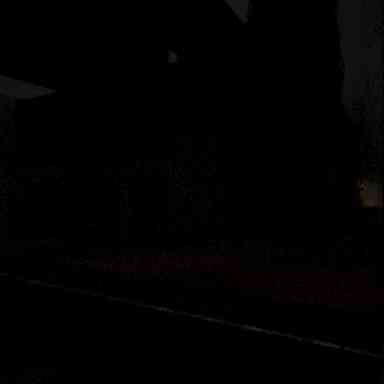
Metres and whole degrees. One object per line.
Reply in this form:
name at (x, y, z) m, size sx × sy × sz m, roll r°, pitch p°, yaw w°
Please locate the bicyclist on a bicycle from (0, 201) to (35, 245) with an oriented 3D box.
bicyclist on a bicycle at (-6.804, 1.181, 12.825) m, size 0.582 × 1.620 × 1.656 m, roll 0°, pitch 1°, yaw 30°
